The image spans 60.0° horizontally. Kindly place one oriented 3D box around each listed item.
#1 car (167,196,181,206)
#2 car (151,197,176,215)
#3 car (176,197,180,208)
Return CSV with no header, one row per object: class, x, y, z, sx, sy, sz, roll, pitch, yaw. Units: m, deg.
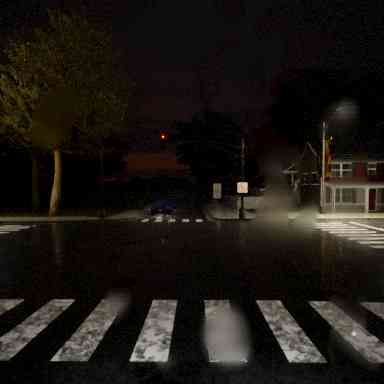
car,-2.903,1.484,54.765,2.033,1.411,5.357,0,0,0
car,-2.982,1.447,33.834,1.882,1.535,5.008,0,0,0
car,-2.945,1.460,44.136,1.837,1.490,4.892,0,0,0
